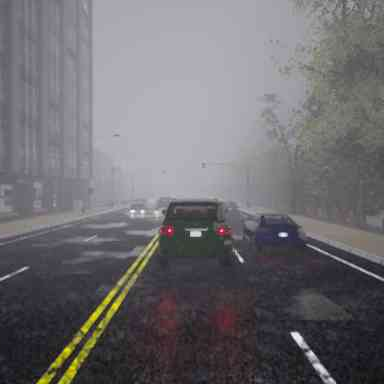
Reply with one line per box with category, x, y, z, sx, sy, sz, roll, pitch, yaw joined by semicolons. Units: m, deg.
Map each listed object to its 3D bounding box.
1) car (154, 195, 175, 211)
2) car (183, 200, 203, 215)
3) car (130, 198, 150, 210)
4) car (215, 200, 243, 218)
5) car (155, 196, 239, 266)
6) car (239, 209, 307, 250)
car;-3.291;1.300;40.581;2.097;1.767;4.553;0;0;0
car;0.101;1.557;33.764;1.895;1.301;4.718;0;0;0
car;-6.524;1.494;42.313;2.033;1.411;5.357;0;0;1
car;3.351;1.507;31.313;2.033;1.411;5.357;0;0;0
car;0.099;1.206;11.554;2.150;2.045;5.566;0;0;0
car;3.349;1.544;14.198;1.994;1.385;4.181;0;0;0
